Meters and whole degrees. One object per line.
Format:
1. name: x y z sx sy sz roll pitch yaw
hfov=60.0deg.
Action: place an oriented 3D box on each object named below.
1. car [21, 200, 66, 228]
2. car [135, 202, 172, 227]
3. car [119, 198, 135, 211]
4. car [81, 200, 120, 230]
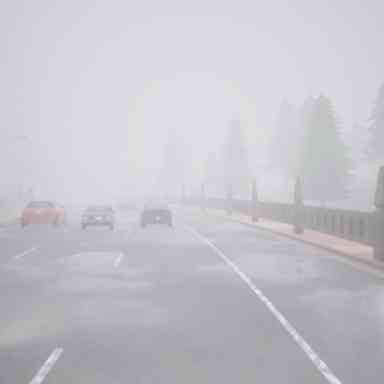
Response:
1. car: -9.744 1.290 22.181 2.097 1.767 4.553 0 0 -13
2. car: -2.522 1.390 22.014 1.882 1.535 5.008 0 0 -12
3. car: -7.736 1.382 39.108 1.812 1.442 4.674 0 0 -22
4. car: -5.776 1.477 20.822 2.033 1.411 5.357 0 0 -12
